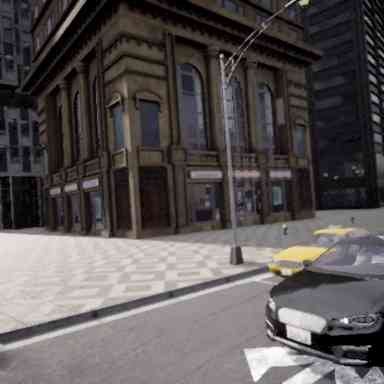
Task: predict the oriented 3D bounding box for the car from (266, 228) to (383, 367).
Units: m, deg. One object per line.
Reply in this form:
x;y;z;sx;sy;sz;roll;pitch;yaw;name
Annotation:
3.328;1.578;5.939;4.902;1.511;2.128;-2;-3;-38;car

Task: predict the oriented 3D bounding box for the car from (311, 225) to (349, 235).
4.323;1.714;10.146;4.829;1.417;1.752;-2;-4;-39;car
